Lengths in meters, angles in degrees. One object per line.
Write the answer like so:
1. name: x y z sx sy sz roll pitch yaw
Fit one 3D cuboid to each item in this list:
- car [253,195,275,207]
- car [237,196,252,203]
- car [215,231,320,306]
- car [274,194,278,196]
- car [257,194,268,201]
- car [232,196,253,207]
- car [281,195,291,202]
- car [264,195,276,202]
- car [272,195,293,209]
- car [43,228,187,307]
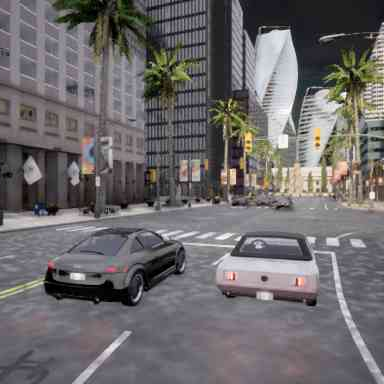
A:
1. car: 11.317 1.564 51.848 1.994 1.385 4.181 0 0 21
2. car: 10.916 1.512 68.810 2.161 1.482 4.786 0 0 21
3. car: 2.033 1.601 8.148 1.895 1.301 4.718 0 0 19
4. car: 17.306 1.546 66.780 2.033 1.411 5.357 0 0 22
5. car: 19.033 1.353 89.184 2.185 1.767 4.553 0 0 21
6. car: 7.701 1.547 52.221 2.033 1.411 5.357 0 0 22
7. car: 22.694 1.477 80.361 1.882 1.535 5.008 0 0 22
8. car: 18.786 1.552 79.989 1.994 1.385 4.181 0 0 22
9. car: 12.581 1.547 44.998 2.033 1.411 5.357 0 0 22
10. car: -1.576 1.564 8.195 1.994 1.385 4.181 0 0 17
